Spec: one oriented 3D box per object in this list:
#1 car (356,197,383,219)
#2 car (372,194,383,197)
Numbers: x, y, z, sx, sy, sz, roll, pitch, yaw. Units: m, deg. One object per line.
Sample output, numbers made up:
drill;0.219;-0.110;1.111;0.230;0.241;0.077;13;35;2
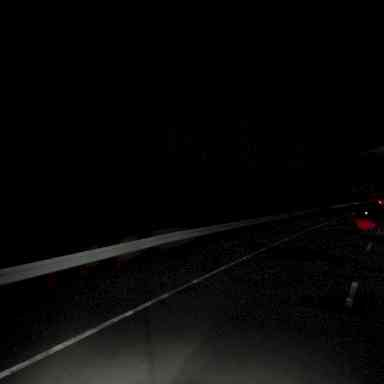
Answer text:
car;15.906;1.503;29.692;1.837;1.490;4.892;0;0;35
car;21.929;1.219;38.261;2.150;2.045;5.566;0;0;35
